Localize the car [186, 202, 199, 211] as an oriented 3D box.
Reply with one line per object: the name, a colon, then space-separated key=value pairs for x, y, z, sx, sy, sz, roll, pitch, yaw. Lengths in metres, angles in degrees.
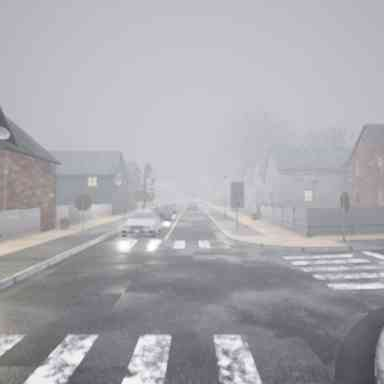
car: x=0.077 y=2.230 z=51.974 sx=2.033 sy=1.411 sz=5.357 roll=0 pitch=-1 yaw=0

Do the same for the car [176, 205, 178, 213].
car: x=-2.858 y=2.121 z=43.614 sx=2.033 sy=1.411 sz=5.357 roll=0 pitch=-1 yaw=0

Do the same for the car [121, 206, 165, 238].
car: x=-2.859 y=1.784 z=19.522 sx=1.812 sy=1.442 sz=4.674 roll=0 pitch=-1 yaw=0

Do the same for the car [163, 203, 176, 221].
car: x=-2.863 y=1.978 z=31.409 sx=1.994 sy=1.385 sz=4.181 roll=0 pitch=-1 yaw=0
